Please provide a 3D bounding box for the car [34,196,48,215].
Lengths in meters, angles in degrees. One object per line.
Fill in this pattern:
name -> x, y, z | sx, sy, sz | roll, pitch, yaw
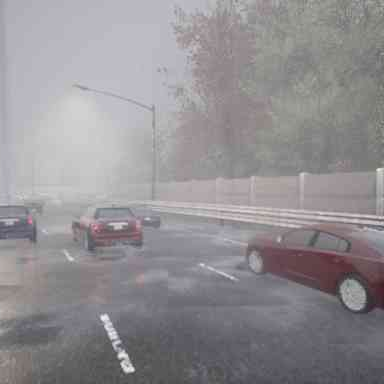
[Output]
car -> -15.688, 1.380, 31.714 | 1.837, 1.490, 4.892 | 0, 0, -39

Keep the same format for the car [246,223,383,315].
car -> 3.199, 1.470, 7.765 | 1.882, 1.535, 5.008 | 0, 0, -24

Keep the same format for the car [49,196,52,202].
car -> -28.834, 1.279, 64.791 | 2.128, 1.511, 4.902 | 0, 0, -2

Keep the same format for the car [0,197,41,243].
car -> -8.468, 1.289, 15.328 | 2.097, 1.767, 4.553 | 0, 0, -30

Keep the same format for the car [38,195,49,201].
car -> -22.216, 1.343, 47.782 | 1.812, 1.442, 4.674 | 0, 0, -32

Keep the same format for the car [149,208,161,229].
car -> -3.556, 1.504, 20.744 | 1.994, 1.385, 4.181 | 0, 0, -31

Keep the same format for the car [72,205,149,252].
car -> -3.674, 1.307, 13.972 | 2.097, 1.767, 4.553 | 0, 0, -28
